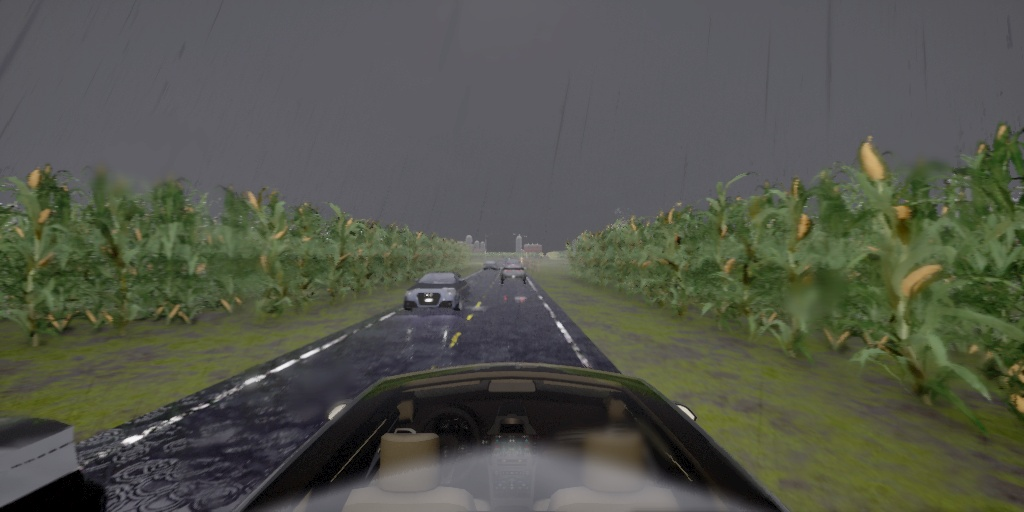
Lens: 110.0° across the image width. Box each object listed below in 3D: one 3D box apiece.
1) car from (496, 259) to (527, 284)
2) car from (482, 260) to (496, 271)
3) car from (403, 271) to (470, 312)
[{"bbox_3d":[0.102,1.238,27.116,2.128,1.511,4.902,0,0,0],"label":"car"},{"bbox_3d":[-2.829,1.273,47.705,2.033,1.411,5.357,0,0,0],"label":"car"},{"bbox_3d":[-2.821,1.314,14.205,1.994,1.385,4.181,0,0,1],"label":"car"}]
